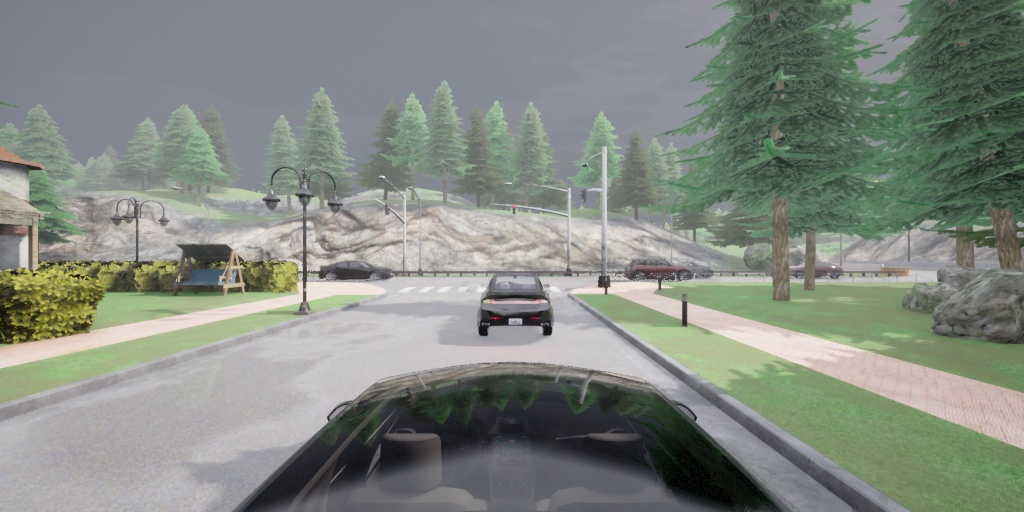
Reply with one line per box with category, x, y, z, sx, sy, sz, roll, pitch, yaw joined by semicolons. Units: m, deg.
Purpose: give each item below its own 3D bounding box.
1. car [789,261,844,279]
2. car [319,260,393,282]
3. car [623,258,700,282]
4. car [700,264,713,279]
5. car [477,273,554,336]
car;24.485;1.113;29.438;4.674;1.442;1.812;0;0;0
car;-11.181;1.065;25.865;5.008;1.535;1.882;0;0;0
car;10.507;0.940;25.811;4.553;1.767;2.097;0;0;0
car;14.183;1.151;29.496;4.181;1.385;1.994;0;0;0
car;0.098;1.242;10.370;2.128;1.511;4.902;0;0;1
